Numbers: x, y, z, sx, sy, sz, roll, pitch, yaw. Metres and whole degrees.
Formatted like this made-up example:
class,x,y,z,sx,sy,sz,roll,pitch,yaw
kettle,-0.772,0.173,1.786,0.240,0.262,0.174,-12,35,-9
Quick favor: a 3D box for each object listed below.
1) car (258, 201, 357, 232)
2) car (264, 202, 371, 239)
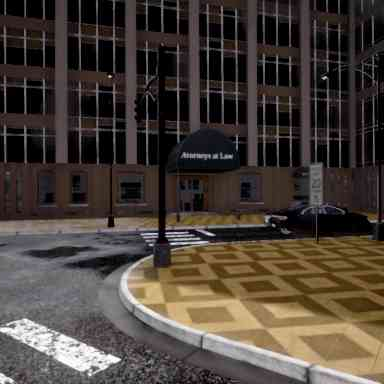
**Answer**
class,x,y,z,sx,sy,sz,roll,pitch,yaw
car,6.504,1.314,18.909,4.902,1.511,2.128,0,0,-14
car,6.106,1.309,15.875,4.902,1.511,2.128,0,0,-14
